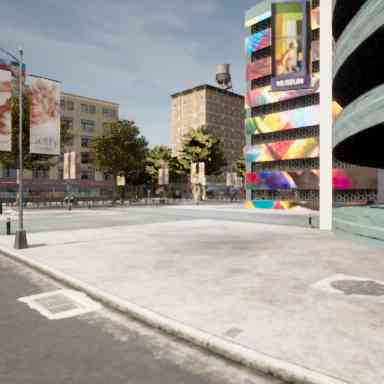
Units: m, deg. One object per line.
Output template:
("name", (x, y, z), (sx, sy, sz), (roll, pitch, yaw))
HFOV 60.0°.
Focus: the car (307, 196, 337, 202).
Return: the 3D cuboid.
("car", (14.988, 1.320, 39.729), (4.674, 1.452, 2.002), (0, 0, -44))
